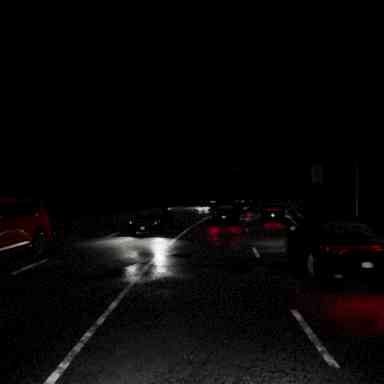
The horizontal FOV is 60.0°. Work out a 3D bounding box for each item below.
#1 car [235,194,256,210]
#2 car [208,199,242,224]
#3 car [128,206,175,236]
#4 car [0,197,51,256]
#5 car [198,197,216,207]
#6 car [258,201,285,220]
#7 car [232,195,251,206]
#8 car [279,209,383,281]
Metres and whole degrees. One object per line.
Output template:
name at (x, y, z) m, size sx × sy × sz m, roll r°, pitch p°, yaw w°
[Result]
car at (6.894, 1.233, 42.543) m, size 2.150 × 2.045 × 5.566 m, roll 0°, pitch 0°, yaw 17°
car at (2.585, 1.528, 25.013) m, size 1.812 × 1.442 × 4.674 m, roll 0°, pitch 0°, yaw 10°
car at (-2.151, 1.517, 18.752) m, size 1.812 × 1.442 × 4.674 m, roll 0°, pitch 0°, yaw 8°
car at (-6.581, 1.205, 10.451) m, size 2.150 × 2.045 × 5.566 m, roll 0°, pitch 0°, yaw 4°
car at (2.386, 1.478, 51.566) m, size 2.128 × 1.511 × 4.902 m, roll 0°, pitch 0°, yaw 20°
car at (6.696, 1.519, 27.881) m, size 1.837 × 1.490 × 4.892 m, roll 0°, pitch 0°, yaw 12°
car at (8.655, 1.361, 57.836) m, size 2.097 × 1.767 × 4.553 m, roll 0°, pitch 0°, yaw 23°
car at (4.117, 1.485, 9.923) m, size 1.882 × 1.535 × 5.008 m, roll 0°, pitch 0°, yaw 4°
